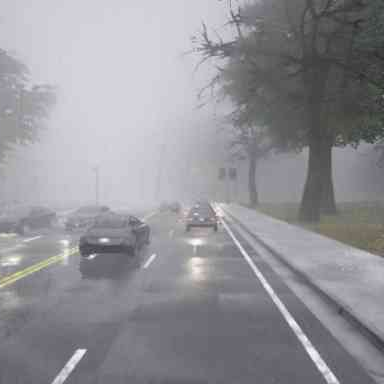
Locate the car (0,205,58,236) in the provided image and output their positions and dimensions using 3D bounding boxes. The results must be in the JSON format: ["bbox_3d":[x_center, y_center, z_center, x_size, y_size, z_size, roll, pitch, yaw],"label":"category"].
[{"bbox_3d":[-9.346,1.497,18.637,1.882,1.535,5.008,0,0,2],"label":"car"}]

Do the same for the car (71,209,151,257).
[{"bbox_3d":[-2.840,1.569,13.013,1.994,1.385,4.181,0,0,2],"label":"car"}]

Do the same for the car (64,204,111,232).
[{"bbox_3d":[-6.040,1.515,20.124,1.837,1.490,4.892,0,-1,2],"label":"car"}]

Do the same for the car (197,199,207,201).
[{"bbox_3d":[1.176,1.518,38.512,1.994,1.385,4.181,0,0,2],"label":"car"}]

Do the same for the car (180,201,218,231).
[{"bbox_3d":[0.617,1.536,20.501,2.033,1.411,5.357,0,0,2],"label":"car"}]

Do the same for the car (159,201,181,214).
[{"bbox_3d":[-2.195,1.574,34.359,1.895,1.301,4.718,0,0,2],"label":"car"}]
